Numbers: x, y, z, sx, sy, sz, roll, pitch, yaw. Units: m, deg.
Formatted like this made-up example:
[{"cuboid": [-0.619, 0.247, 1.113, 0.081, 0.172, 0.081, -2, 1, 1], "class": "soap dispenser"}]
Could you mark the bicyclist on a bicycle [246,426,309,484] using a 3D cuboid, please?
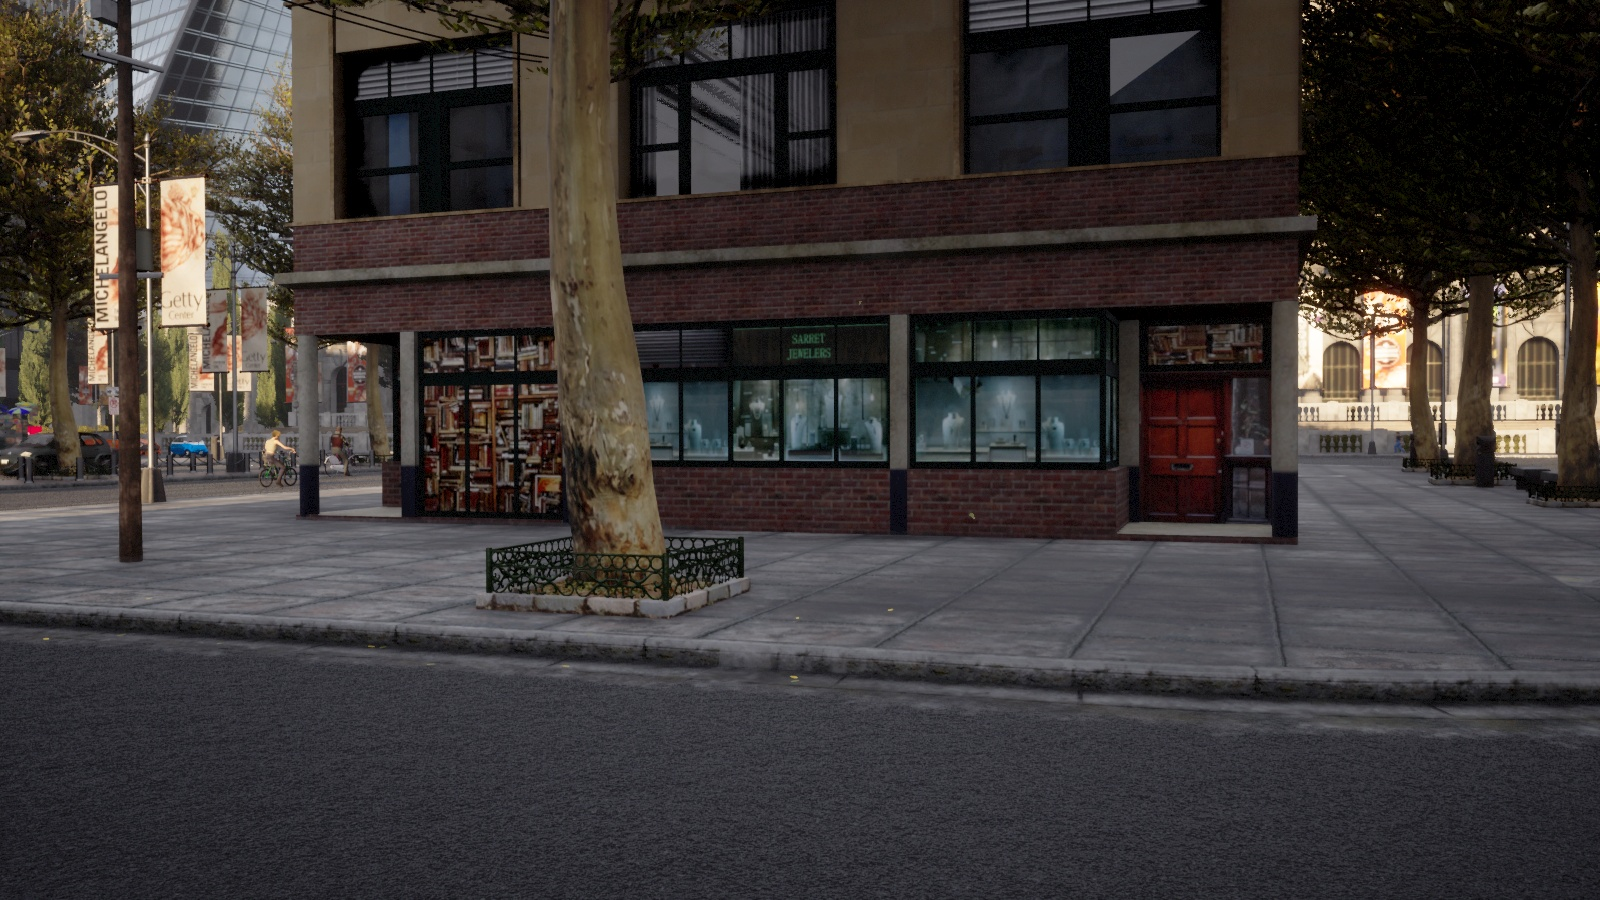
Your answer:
[{"cuboid": [-14.920, 0.132, 35.906, 0.866, 1.612, 1.509, 1, 1, 20], "class": "bicyclist on a bicycle"}]

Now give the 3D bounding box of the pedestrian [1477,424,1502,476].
[{"cuboid": [24.610, 0.002, 44.853, 0.694, 1.848, 0.540, 1, 1, 21], "class": "pedestrian"}]

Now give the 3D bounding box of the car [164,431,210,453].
[{"cuboid": [-38.622, -0.531, 79.176, 2.207, 1.376, 1.481, 0, 1, 20], "class": "car"}]

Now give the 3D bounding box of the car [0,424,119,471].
[{"cuboid": [-27.284, -0.112, 45.894, 1.851, 1.617, 3.988, 1, 1, 20], "class": "car"}]

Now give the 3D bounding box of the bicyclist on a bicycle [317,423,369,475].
[{"cuboid": [-15.905, -0.063, 43.725, 0.659, 1.776, 1.843, 1, 1, 20], "class": "bicyclist on a bicycle"}]

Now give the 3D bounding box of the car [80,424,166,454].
[{"cuboid": [-41.183, -0.692, 76.372, 4.553, 1.767, 2.097, 1, 1, 19], "class": "car"}]
